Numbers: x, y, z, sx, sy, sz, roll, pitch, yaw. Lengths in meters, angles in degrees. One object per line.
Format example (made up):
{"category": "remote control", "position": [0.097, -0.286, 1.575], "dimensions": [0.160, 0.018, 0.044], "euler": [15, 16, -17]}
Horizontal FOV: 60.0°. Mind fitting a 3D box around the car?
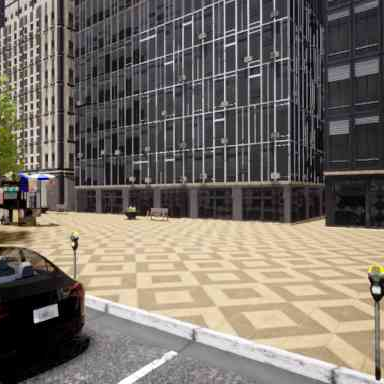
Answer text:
{"category": "car", "position": [-3.531, 1.566, 5.406], "dimensions": [4.313, 1.339, 1.947], "euler": [0, 0, 36]}
